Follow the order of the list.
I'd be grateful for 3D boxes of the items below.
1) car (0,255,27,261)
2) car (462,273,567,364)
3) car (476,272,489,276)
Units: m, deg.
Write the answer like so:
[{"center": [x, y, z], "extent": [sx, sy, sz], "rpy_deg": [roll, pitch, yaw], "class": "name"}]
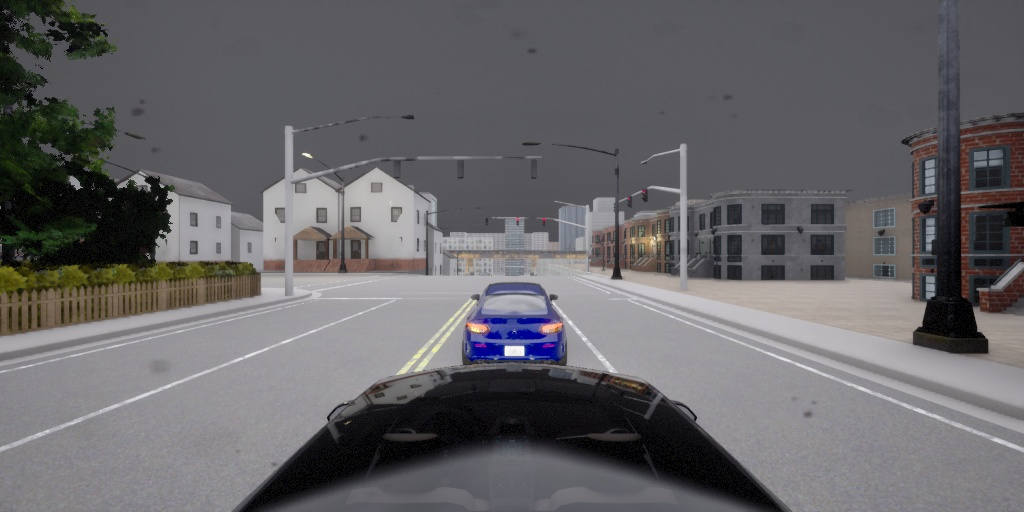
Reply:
[{"center": [-44.725, 0.971, 30.630], "extent": [5.566, 2.045, 2.150], "rpy_deg": [0, 0, 0], "class": "car"}, {"center": [0.056, 1.276, 7.735], "extent": [1.812, 1.442, 4.674], "rpy_deg": [0, 0, 0], "class": "car"}, {"center": [-3.623, 2.929, 47.193], "extent": [2.097, 1.767, 4.553], "rpy_deg": [-1, -13, 0], "class": "car"}]
